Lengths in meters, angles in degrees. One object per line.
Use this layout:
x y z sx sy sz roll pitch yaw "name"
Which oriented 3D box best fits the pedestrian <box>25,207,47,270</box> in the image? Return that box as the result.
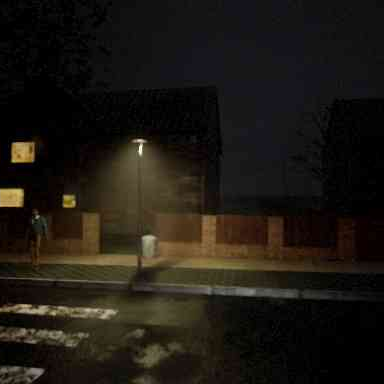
-4.663 1.339 9.834 0.375 1.860 0.375 0 -1 10 "pedestrian"
